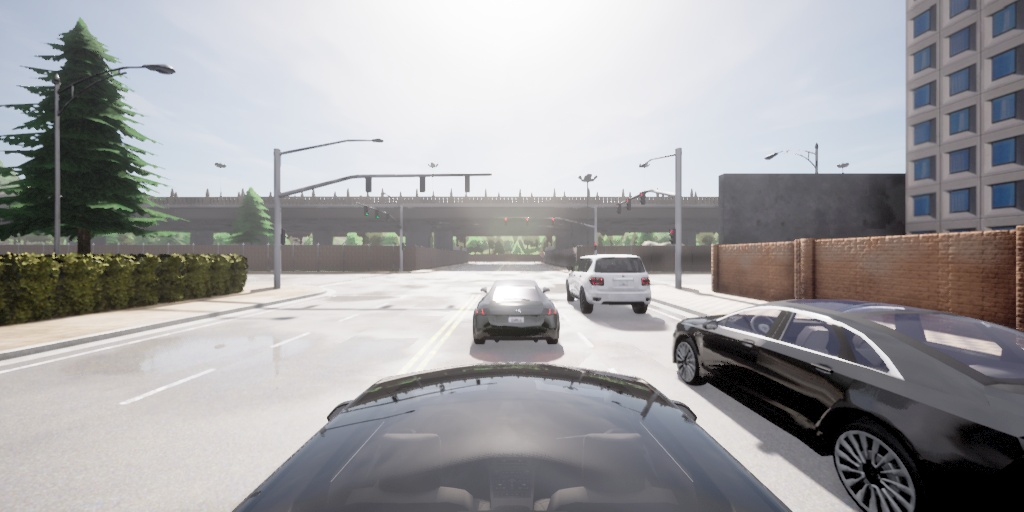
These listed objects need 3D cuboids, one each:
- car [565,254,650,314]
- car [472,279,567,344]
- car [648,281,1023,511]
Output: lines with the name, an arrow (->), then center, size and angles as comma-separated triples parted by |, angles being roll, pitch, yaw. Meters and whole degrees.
car -> 3.481, 0.966, 13.895 | 2.150, 2.045, 5.566 | 0, 0, 0
car -> 0.087, 1.310, 9.547 | 1.994, 1.385, 4.181 | 0, 0, 0
car -> 3.593, 1.240, 4.090 | 2.128, 1.511, 4.902 | 0, 0, 0
